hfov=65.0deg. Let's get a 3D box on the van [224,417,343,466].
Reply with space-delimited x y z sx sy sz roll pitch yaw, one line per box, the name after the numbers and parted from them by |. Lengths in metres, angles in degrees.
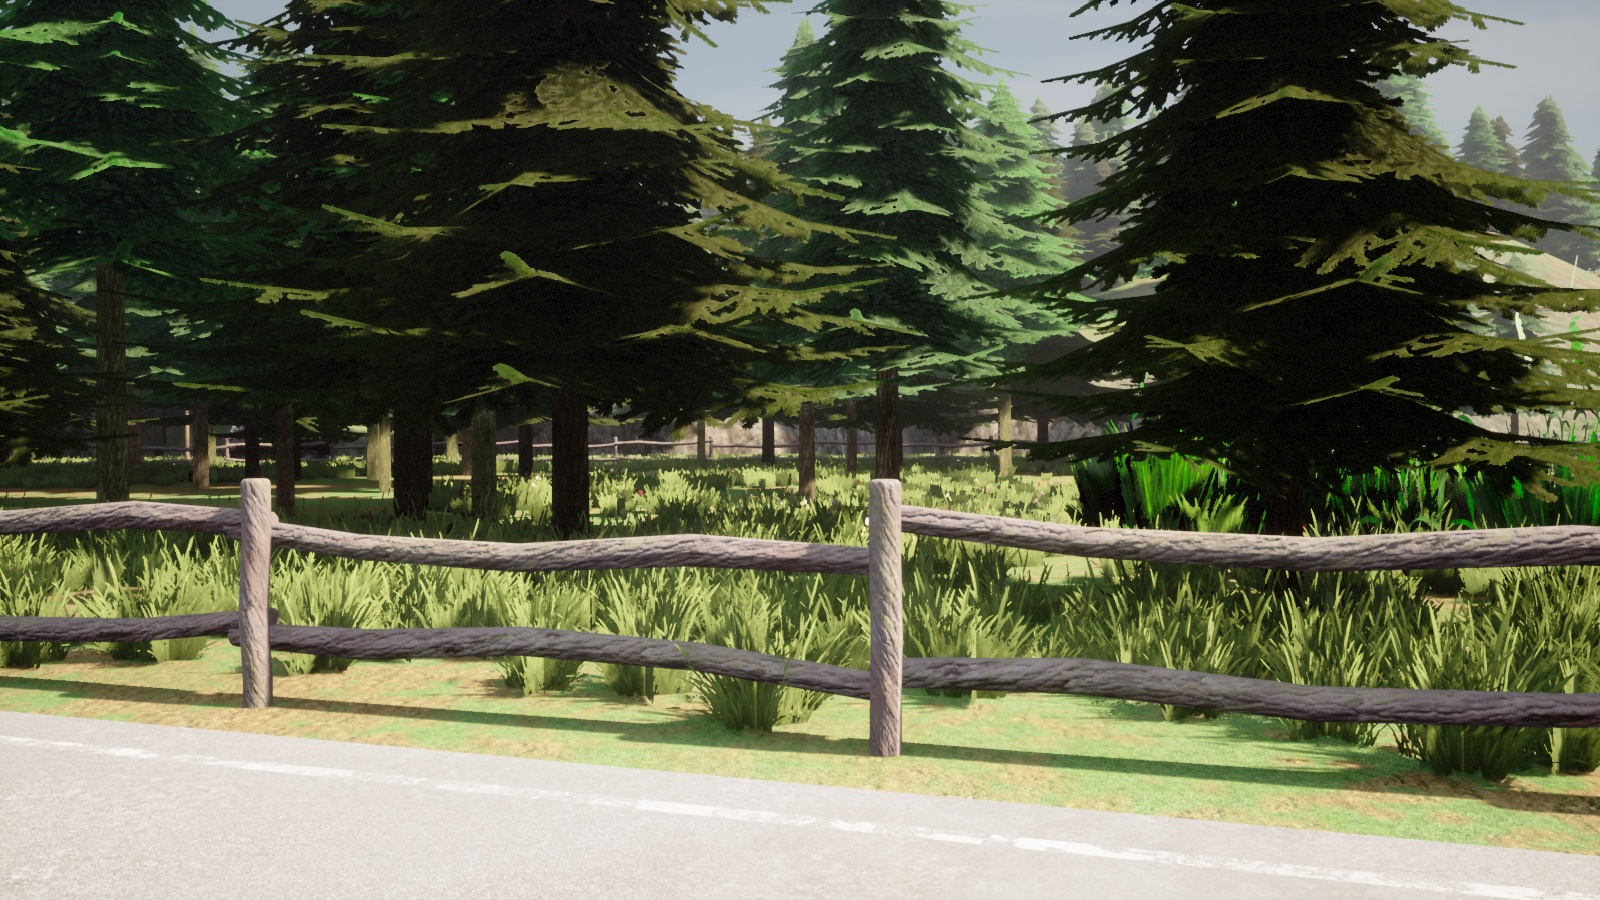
-22.312 -0.370 54.396 4.480 2.038 2.069 0 1 -13 | van
